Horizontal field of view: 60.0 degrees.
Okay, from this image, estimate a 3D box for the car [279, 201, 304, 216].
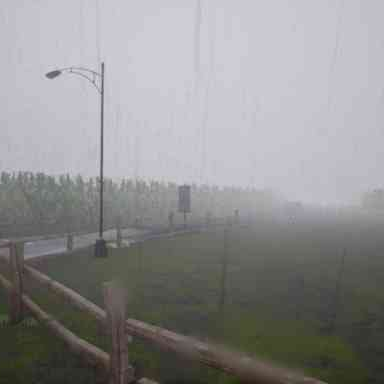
[{"bbox_3d":[14.861,2.405,49.310,2.150,2.045,5.566,-1,-2,36],"label":"car"}]
